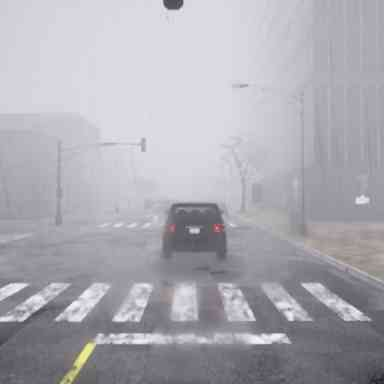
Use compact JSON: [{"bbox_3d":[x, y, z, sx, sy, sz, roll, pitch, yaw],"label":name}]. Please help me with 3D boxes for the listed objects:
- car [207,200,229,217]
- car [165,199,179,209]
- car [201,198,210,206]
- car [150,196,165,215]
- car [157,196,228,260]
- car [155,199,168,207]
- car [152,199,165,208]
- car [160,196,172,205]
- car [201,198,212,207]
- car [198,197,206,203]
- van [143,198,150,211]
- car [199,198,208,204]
[{"bbox_3d":[2.701,1.680,34.843,1.967,1.590,4.097,1,0,0],"label":"car"},{"bbox_3d":[-3.076,1.841,52.721,1.882,1.535,5.008,0,0,0],"label":"car"},{"bbox_3d":[2.699,1.996,68.221,1.752,1.417,4.829,1,0,0],"label":"car"},{"bbox_3d":[-3.098,1.608,37.074,2.097,1.767,4.553,0,0,0],"label":"car"},{"bbox_3d":[0.092,1.312,13.008,2.150,2.045,5.566,0,0,0],"label":"car"},{"bbox_3d":[-5.682,1.998,62.528,1.947,1.339,4.313,1,0,0],"label":"car"},{"bbox_3d":[-5.682,1.975,56.994,1.802,1.307,4.206,1,0,0],"label":"car"},{"bbox_3d":[-5.679,1.823,73.598,2.192,1.841,5.009,1,0,0],"label":"car"},{"bbox_3d":[2.699,1.958,62.687,1.752,1.417,4.829,1,0,0],"label":"car"},{"bbox_3d":[2.698,2.150,90.360,1.752,1.417,4.829,1,0,0],"label":"car"},{"bbox_3d":[-5.678,1.658,45.927,1.690,1.788,3.998,1,0,0],"label":"van"},{"bbox_3d":[2.698,2.091,79.121,1.887,1.381,4.507,1,0,0],"label":"car"}]
